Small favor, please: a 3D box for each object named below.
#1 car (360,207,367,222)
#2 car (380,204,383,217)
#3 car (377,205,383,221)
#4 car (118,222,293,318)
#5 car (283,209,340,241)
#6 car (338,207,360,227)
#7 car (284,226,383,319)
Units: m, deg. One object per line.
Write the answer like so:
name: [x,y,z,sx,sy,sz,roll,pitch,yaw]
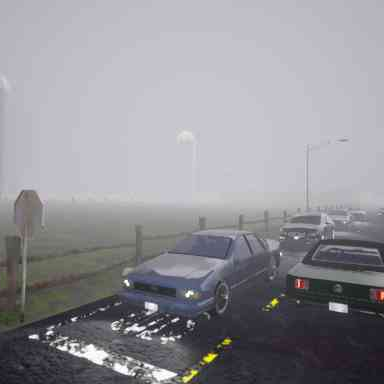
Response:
car: [16.244,2.159,33.262,1.994,1.385,4.181,0,-1,32]
car: [24.906,2.289,41.950,1.837,1.490,4.892,0,-1,32]
car: [19.634,2.164,33.326,2.033,1.411,5.357,0,-1,32]
car: [0.668,1.660,8.116,2.033,1.411,5.357,0,-1,31]
car: [5.790,1.777,16.418,1.837,1.490,4.892,0,-1,32]
car: [10.932,1.979,24.735,2.033,1.411,5.357,0,-1,31]
car: [3.674,1.723,7.573,1.895,1.301,4.718,0,-1,32]
